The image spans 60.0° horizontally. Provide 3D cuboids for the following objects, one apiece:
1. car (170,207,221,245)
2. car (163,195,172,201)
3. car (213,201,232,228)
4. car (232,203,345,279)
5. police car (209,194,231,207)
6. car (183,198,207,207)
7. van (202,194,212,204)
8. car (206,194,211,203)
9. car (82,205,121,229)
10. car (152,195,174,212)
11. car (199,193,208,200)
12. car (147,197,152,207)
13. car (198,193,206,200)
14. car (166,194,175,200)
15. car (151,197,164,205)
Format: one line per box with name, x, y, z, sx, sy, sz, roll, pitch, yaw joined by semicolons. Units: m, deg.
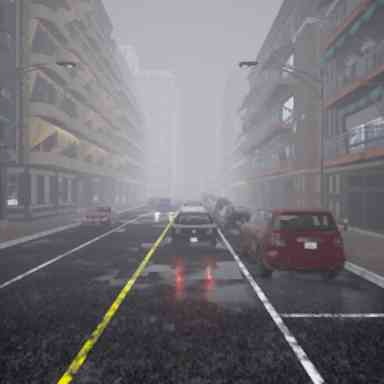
car;0.086;1.567;15.201;1.895;1.301;4.718;0;0;0
car;-5.717;1.389;78.114;1.887;1.381;4.507;0;0;0
car;2.685;1.504;21.297;2.008;1.369;4.403;0;0;0
car;2.690;1.293;9.931;2.192;1.841;5.009;0;0;0
police car;3.121;1.350;34.643;1.930;1.638;5.238;0;0;0
car;0.081;1.535;30.435;1.895;1.301;4.718;0;0;0
van;2.670;1.215;61.073;1.690;1.788;3.998;0;0;0
car;3.124;1.389;41.533;1.882;1.535;5.008;0;0;0
car;-5.696;1.535;21.291;1.802;1.307;4.206;0;0;0
car;-3.111;1.395;38.296;1.882;1.535;5.008;0;0;0
car;2.672;1.200;55.390;2.192;1.841;5.009;0;0;0
car;-5.706;1.440;49.702;1.887;1.381;4.507;0;0;0
car;2.659;1.141;89.484;2.192;1.841;5.009;0;0;0
car;-5.722;1.377;89.480;2.008;1.369;4.403;0;0;0
car;-5.709;1.466;55.385;1.802;1.307;4.206;0;0;0
